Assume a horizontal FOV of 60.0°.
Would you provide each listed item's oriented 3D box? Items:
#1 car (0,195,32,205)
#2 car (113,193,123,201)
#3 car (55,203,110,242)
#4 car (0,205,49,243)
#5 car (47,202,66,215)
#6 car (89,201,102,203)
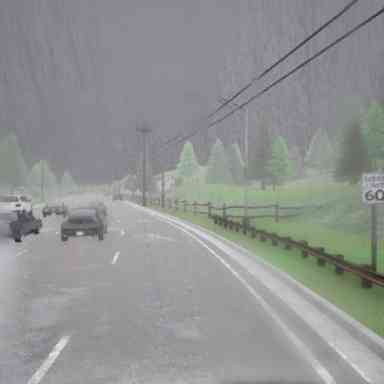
[{"bbox_3d":[-15.933,1.257,29.912,2.150,2.045,5.566,0,0,-16],"label":"car"},{"bbox_3d":[-18.329,1.199,81.948,2.150,2.045,5.566,0,0,-16],"label":"car"},{"bbox_3d":[-5.254,1.516,16.587,1.837,1.490,4.892,0,0,-11],"label":"car"},{"bbox_3d":[-8.689,1.562,15.911,2.033,1.411,5.357,0,0,-11],"label":"car"},{"bbox_3d":[-12.563,1.616,30.856,1.895,1.301,4.718,0,0,-16],"label":"car"},{"bbox_3d":[-9.185,1.572,31.771,1.994,1.385,4.181,0,0,-16],"label":"car"}]
